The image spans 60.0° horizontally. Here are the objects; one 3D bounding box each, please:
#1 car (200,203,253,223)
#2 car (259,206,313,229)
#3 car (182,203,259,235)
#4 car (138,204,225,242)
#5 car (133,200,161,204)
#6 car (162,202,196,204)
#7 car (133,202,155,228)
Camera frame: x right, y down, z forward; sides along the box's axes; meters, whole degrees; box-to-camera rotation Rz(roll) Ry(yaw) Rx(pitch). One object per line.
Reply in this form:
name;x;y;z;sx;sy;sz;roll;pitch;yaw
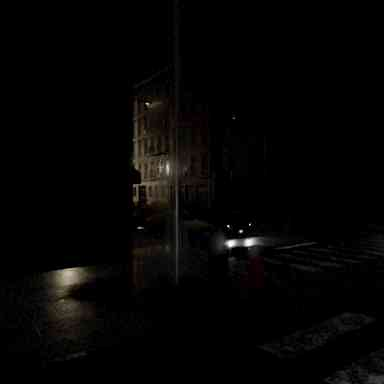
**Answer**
car;2.591;1.578;25.932;1.802;1.307;4.206;0;0;-35
car;5.731;1.557;21.523;1.947;1.339;4.313;0;0;-35
car;1.011;1.565;18.735;2.033;1.411;5.357;0;0;-32
car;-0.713;1.554;16.737;1.752;1.417;4.829;0;0;-35
car;-4.906;1.516;27.001;2.128;1.511;4.902;0;0;-35
car;-0.549;1.565;30.341;1.947;1.339;4.313;0;0;-35
car;-3.952;1.584;21.285;2.008;1.369;4.403;0;0;-35
